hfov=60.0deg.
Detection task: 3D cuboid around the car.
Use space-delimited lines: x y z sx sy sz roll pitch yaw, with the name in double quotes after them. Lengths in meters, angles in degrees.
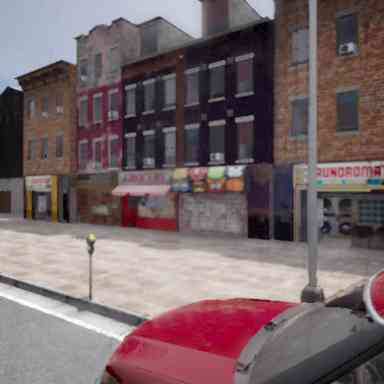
1.618 1.315 1.655 5.009 1.841 2.192 0 0 35 "car"
